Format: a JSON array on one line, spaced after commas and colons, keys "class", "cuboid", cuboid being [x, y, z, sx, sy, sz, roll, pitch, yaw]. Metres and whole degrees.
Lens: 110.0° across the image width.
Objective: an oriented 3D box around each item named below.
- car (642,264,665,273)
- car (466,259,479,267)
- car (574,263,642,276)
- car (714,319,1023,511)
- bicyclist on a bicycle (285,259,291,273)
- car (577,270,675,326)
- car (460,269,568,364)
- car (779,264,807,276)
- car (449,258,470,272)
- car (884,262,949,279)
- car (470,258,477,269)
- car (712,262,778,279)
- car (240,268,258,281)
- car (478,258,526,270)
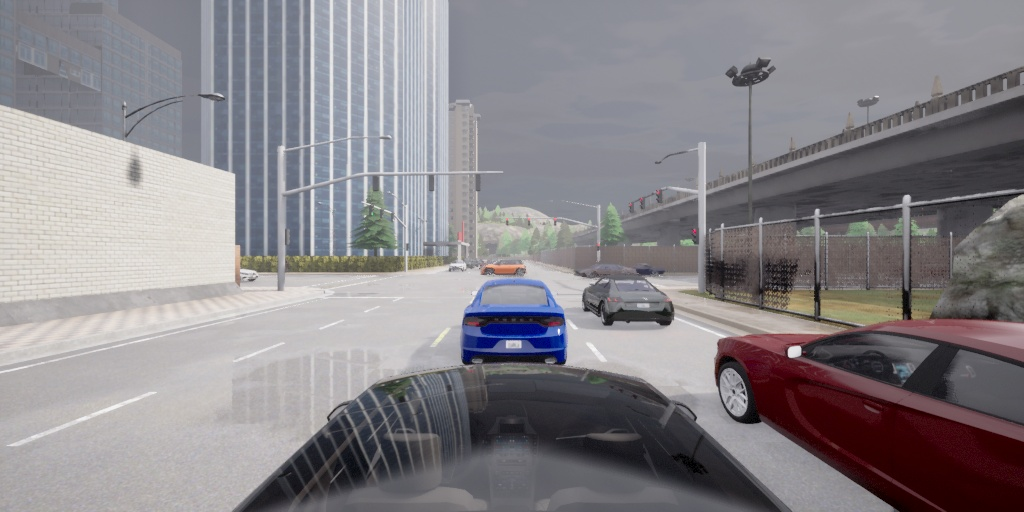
[{"class": "car", "cuboid": [12.568, 1.406, 35.715, 4.718, 1.301, 1.895, 0, 0, 5]}, {"class": "car", "cuboid": [-7.069, 1.314, 64.795, 1.994, 1.385, 4.181, 0, 0, -1]}, {"class": "car", "cuboid": [8.236, 1.332, 31.595, 5.357, 1.411, 2.033, 1, 0, -6]}, {"class": "car", "cuboid": [3.601, 1.228, 2.736, 1.882, 1.535, 5.008, 0, 0, 0]}, {"class": "bicyclist on a bicycle", "cuboid": [-25.307, 1.106, 40.188, 0.582, 1.620, 1.656, 0, 0, 0]}, {"class": "car", "cuboid": [3.573, 1.314, 11.730, 1.994, 1.385, 4.181, 0, 0, 0]}, {"class": "car", "cuboid": [0.052, 1.228, 8.069, 1.882, 1.535, 5.008, 0, 0, 1]}, {"class": "car", "cuboid": [26.205, 1.406, 35.522, 4.718, 1.301, 1.895, 0, 0, 0]}, {"class": "car", "cuboid": [-7.099, 1.276, 47.289, 1.812, 1.442, 4.674, 0, 0, 0]}, {"class": "car", "cuboid": [36.304, 1.283, 32.032, 5.008, 1.535, 1.882, 0, 0, 0]}, {"class": "car", "cuboid": [-7.094, 1.102, 56.154, 2.097, 1.767, 4.553, 0, 0, 0]}, {"class": "car", "cuboid": [20.385, 1.283, 32.006, 5.008, 1.535, 1.882, 0, 0, 0]}, {"class": "car", "cuboid": [-22.642, 1.331, 28.232, 4.674, 1.442, 1.812, 0, 0, 0]}, {"class": "car", "cuboid": [-0.795, 1.132, 35.461, 4.553, 1.767, 2.097, 0, 0, 0]}]
